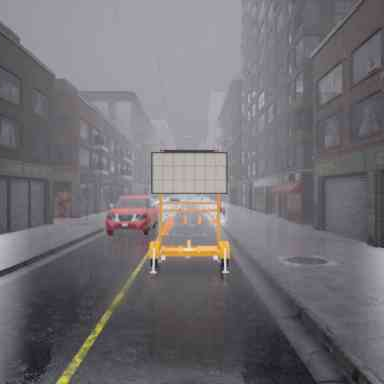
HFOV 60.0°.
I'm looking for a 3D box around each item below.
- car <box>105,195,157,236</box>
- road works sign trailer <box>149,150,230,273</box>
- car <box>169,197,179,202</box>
[{"bbox_3d":[-3.243,1.219,18.754,2.150,2.045,5.566,0,0,0],"label":"car"},{"bbox_3d":[-0.081,0.464,10.627,2.380,3.560,2.880,0,0,0],"label":"road works sign trailer"},{"bbox_3d":[-3.517,1.588,66.737,1.895,1.301,4.718,0,0,0],"label":"car"}]
